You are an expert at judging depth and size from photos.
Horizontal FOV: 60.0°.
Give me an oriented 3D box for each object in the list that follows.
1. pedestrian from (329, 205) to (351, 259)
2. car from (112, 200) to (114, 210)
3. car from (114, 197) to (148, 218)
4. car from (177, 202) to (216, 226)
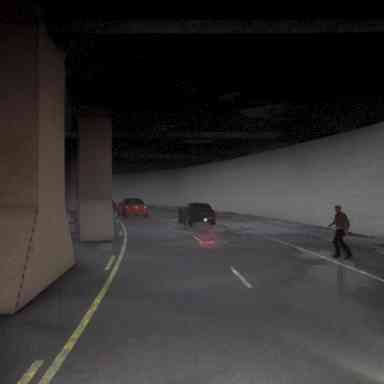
[{"bbox_3d":[4.900,1.292,11.050,0.375,1.860,0.375,0,0,-7],"label":"pedestrian"},{"bbox_3d":[-11.151,1.520,42.773,1.812,1.442,4.674,0,0,-29],"label":"car"},{"bbox_3d":[-5.513,1.348,30.306,2.097,1.767,4.553,0,0,-21],"label":"car"},{"bbox_3d":[0.232,1.502,23.546,1.837,1.490,4.892,0,0,-15],"label":"car"}]
